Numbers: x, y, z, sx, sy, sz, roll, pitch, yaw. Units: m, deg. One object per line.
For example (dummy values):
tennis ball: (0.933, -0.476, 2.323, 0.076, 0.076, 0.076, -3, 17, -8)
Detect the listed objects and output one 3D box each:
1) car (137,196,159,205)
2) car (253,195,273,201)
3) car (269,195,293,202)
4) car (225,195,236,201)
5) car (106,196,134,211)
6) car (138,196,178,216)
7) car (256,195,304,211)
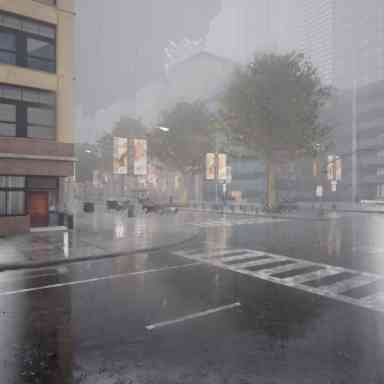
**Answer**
car: (-8.012, 1.478, 59.870, 1.882, 1.535, 5.008, 0, 0, -36)
car: (17.687, 1.463, 83.099, 1.895, 1.301, 4.718, 0, 0, -36)
car: (18.484, 1.320, 69.165, 2.002, 1.452, 4.674, 0, 0, -36)
car: (8.022, 1.413, 76.669, 2.161, 1.482, 4.786, 0, 0, -36)
car: (-8.940, 1.352, 41.294, 2.097, 1.767, 4.553, 0, 0, -35)
car: (-3.225, 1.491, 33.279, 2.128, 1.511, 4.902, 0, 0, -36)
car: (10.530, 1.491, 40.158, 2.128, 1.511, 4.902, 0, 0, -36)
